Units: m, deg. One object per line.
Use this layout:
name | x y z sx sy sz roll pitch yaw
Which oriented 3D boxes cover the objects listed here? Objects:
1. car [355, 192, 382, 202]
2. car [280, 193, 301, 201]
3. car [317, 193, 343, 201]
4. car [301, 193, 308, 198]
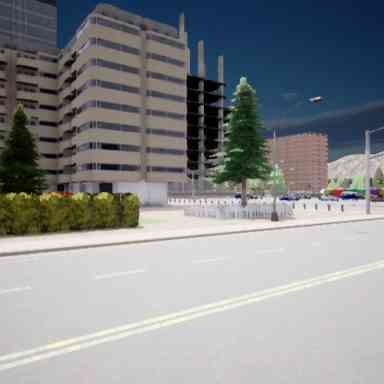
car | 44.053 1.116 83.138 1.932 1.855 4.605 0 0 -36
car | 26.279 1.355 88.910 1.970 1.475 3.806 0 0 -36
car | 30.342 1.356 73.262 1.970 1.475 3.806 0 0 -36
car | 28.638 1.324 90.588 1.784 1.438 3.905 0 0 -36
